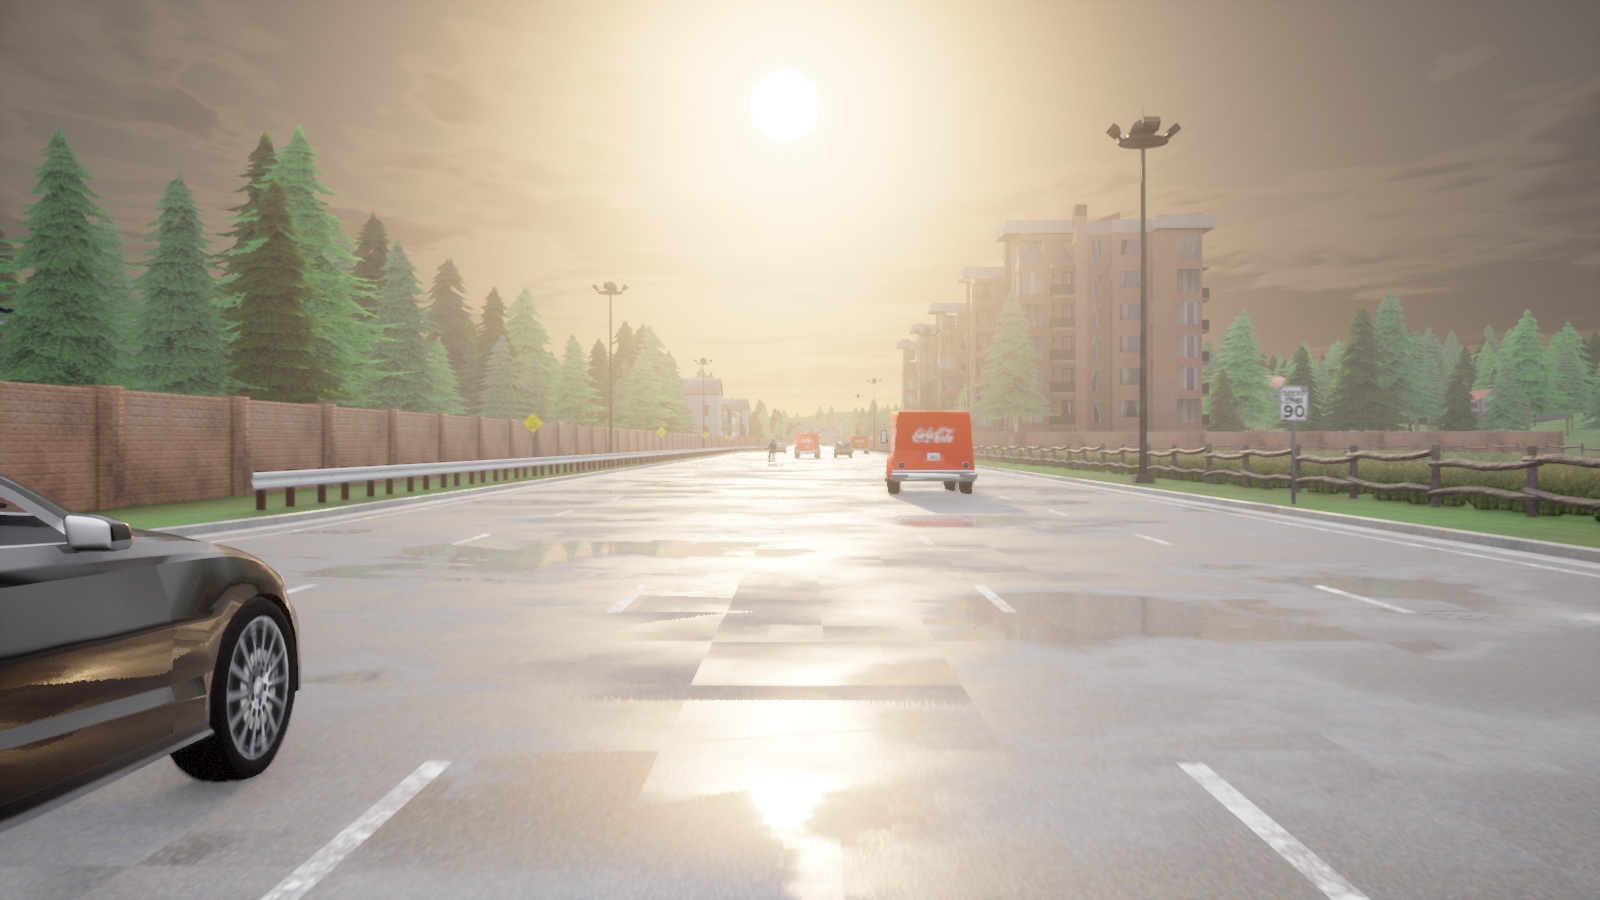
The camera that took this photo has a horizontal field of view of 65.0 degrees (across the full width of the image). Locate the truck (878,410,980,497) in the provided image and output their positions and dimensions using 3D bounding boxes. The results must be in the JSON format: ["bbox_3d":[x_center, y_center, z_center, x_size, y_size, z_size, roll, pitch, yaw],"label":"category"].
[{"bbox_3d":[3.815,0.049,38.217,2.627,2.467,5.204,0,1,1],"label":"truck"}]

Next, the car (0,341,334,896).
[{"bbox_3d":[-3.455,0.500,3.860,2.152,1.651,5.027,0,0,0],"label":"car"}]
